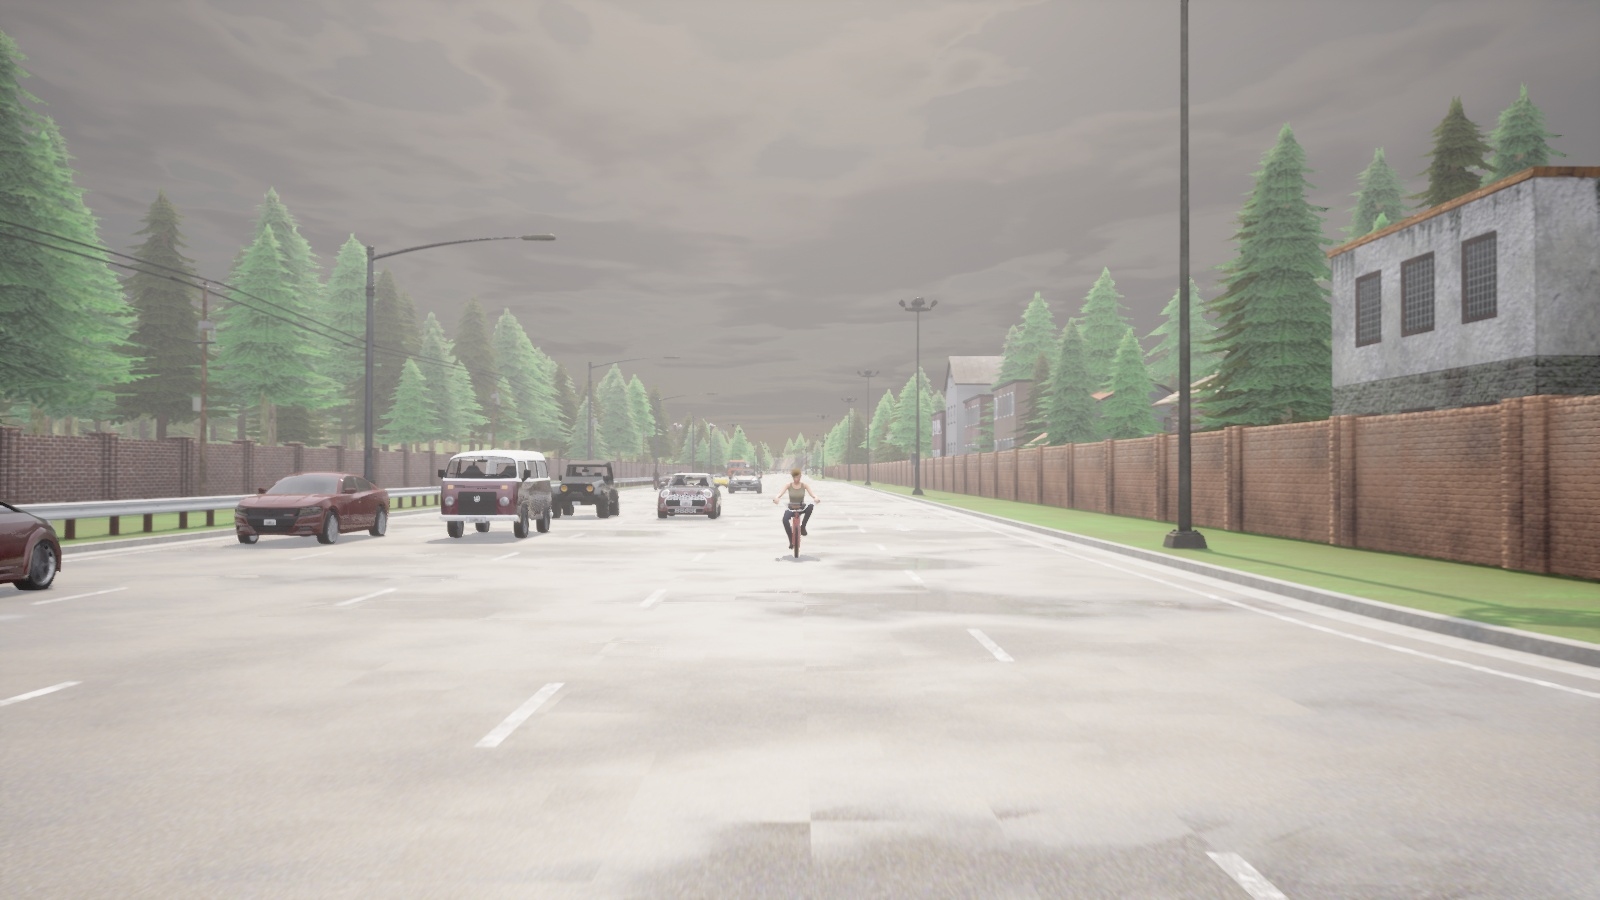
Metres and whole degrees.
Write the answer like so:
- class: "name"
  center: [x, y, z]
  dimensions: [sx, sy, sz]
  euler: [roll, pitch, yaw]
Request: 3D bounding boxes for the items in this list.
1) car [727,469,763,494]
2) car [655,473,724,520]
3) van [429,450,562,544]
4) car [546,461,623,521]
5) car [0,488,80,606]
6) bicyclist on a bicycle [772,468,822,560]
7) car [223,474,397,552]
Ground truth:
- class: "car"
  center: [-3.713, 2.111, 85.876]
  dimensions: [2.242, 1.667, 4.611]
  euler: [0, -1, 0]
- class: "car"
  center: [-3.603, 1.489, 41.503]
  dimensions: [1.970, 1.475, 3.806]
  euler: [0, -1, 0]
- class: "van"
  center: [-7.075, 1.063, 29.679]
  dimensions: [2.069, 2.038, 4.480]
  euler: [0, -1, 0]
- class: "car"
  center: [-7.104, 1.337, 41.686]
  dimensions: [1.905, 1.878, 3.866]
  euler: [0, -1, 0]
- class: "car"
  center: [-10.536, 1.164, 14.553]
  dimensions: [1.994, 1.385, 4.181]
  euler: [0, -1, 0]
- class: "bicyclist on a bicycle"
  center: [-0.052, 1.132, 22.762]
  dimensions: [0.866, 1.612, 1.509]
  euler: [0, -1, 0]
- class: "car"
  center: [-10.569, 1.296, 27.536]
  dimensions: [1.882, 1.535, 5.008]
  euler: [0, -1, 0]
